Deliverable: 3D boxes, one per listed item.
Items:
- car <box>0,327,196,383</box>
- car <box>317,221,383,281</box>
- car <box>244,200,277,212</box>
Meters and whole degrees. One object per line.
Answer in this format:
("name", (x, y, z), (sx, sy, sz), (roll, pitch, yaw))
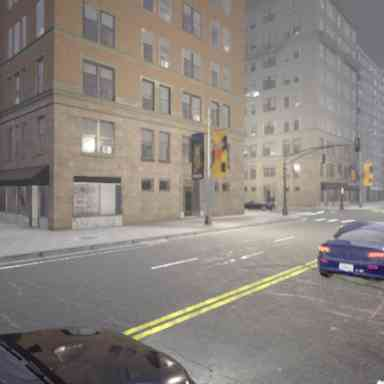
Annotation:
("car", (-1.753, 1.563, 1.777), (1.994, 1.385, 4.181), (0, 0, 42))
("car", (5.023, 1.523, 9.168), (1.812, 1.442, 4.674), (0, 0, 43))
("car", (7.509, 1.573, 38.957), (4.718, 1.301, 1.895), (0, 0, 43))
